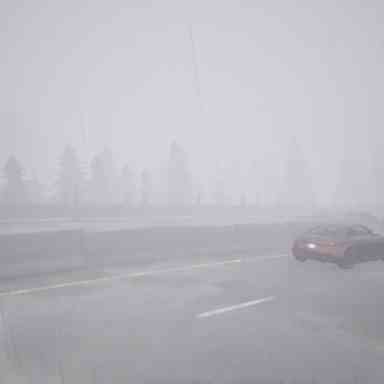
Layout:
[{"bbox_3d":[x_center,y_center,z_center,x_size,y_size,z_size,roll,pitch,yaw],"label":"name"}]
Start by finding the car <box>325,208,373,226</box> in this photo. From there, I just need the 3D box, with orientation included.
[{"bbox_3d":[15.160,2.335,31.989,5.008,1.535,1.882,2,-1,-35],"label":"car"}]

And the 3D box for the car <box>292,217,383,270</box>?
[{"bbox_3d":[5.531,1.795,11.994,4.181,1.385,1.994,2,-1,-35],"label":"car"}]

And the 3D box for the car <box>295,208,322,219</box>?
[{"bbox_3d":[13.225,2.409,34.909,5.357,1.411,2.033,2,-1,-35],"label":"car"}]

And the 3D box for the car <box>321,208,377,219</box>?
[{"bbox_3d":[12.485,2.180,25.787,4.892,1.490,1.837,3,-2,-35],"label":"car"}]
